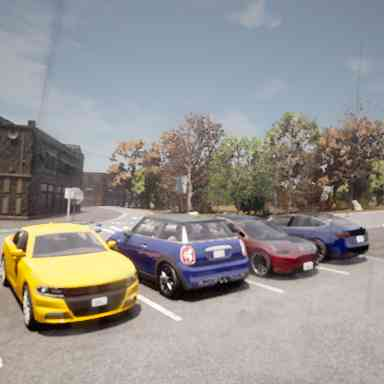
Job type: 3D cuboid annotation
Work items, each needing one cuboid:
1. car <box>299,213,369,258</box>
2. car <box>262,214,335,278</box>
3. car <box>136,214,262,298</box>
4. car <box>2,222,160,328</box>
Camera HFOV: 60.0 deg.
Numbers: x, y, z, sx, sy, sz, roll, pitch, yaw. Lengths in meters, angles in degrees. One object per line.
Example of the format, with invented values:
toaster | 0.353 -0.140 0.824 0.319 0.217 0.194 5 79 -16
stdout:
car | 3.864 1.504 12.220 2.163 1.488 4.792 0 0 -35
car | 1.629 1.510 10.559 2.163 1.488 4.792 0 0 -35
car | -0.640 1.361 8.943 2.185 1.767 4.553 0 0 -35
car | -2.926 1.486 7.362 2.097 1.535 5.008 0 0 -35
